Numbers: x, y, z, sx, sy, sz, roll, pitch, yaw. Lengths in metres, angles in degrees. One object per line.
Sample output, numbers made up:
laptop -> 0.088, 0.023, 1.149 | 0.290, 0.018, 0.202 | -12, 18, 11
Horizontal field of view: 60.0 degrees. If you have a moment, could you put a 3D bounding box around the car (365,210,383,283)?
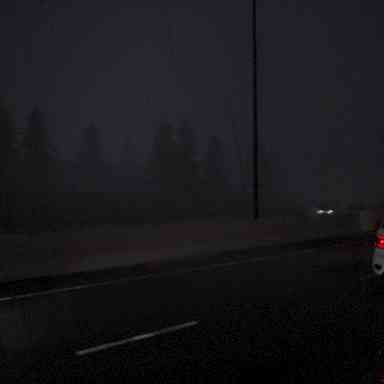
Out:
car -> 6.667, 1.250, 8.229 | 5.566, 2.045, 2.150 | 0, -1, -36

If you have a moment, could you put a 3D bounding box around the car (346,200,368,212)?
car -> 21.621, 1.797, 43.626 | 1.994, 1.385, 4.181 | -1, -1, 35

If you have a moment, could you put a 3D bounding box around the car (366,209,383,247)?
car -> 10.164, 1.544, 15.374 | 5.008, 1.535, 1.882 | 0, -1, -39
